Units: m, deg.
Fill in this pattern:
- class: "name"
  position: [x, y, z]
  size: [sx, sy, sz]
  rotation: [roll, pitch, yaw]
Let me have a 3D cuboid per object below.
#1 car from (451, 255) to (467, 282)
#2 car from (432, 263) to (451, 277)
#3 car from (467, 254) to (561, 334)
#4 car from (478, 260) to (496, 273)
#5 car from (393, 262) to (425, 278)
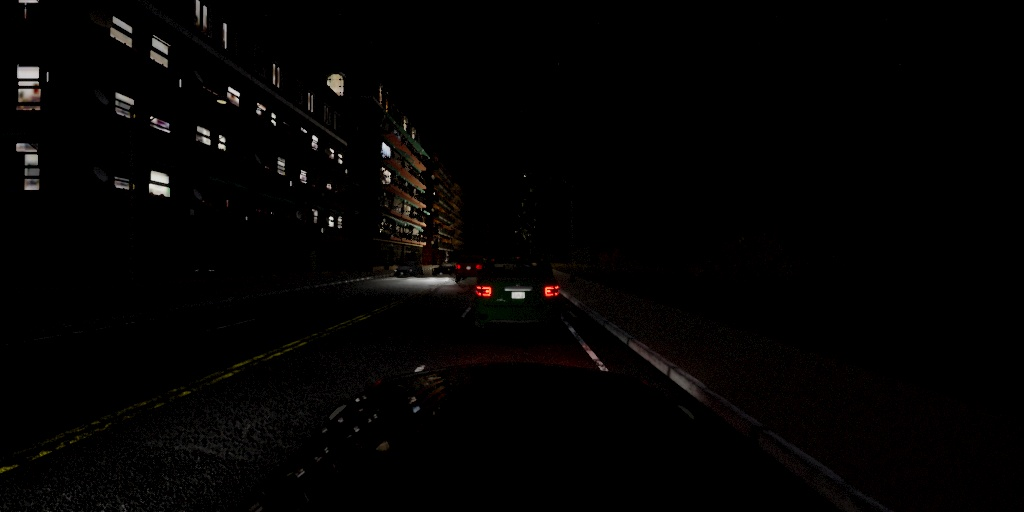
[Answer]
- class: "car"
  position: [-3.151, 0.973, 28.685]
  size: [2.150, 2.045, 5.566]
  rotation: [0, 0, 0]
- class: "car"
  position: [-6.601, 1.355, 35.549]
  size: [1.895, 1.301, 4.718]
  rotation: [0, 0, 0]
- class: "car"
  position: [0.101, 0.973, 10.732]
  size: [2.150, 2.045, 5.566]
  rotation: [0, 0, -1]
- class: "car"
  position: [-3.147, 1.231, 45.691]
  size: [1.882, 1.535, 5.008]
  rotation: [0, 0, 0]
- class: "car"
  position: [-9.850, 1.279, 34.430]
  size: [1.812, 1.442, 4.674]
  rotation: [0, 0, 0]
